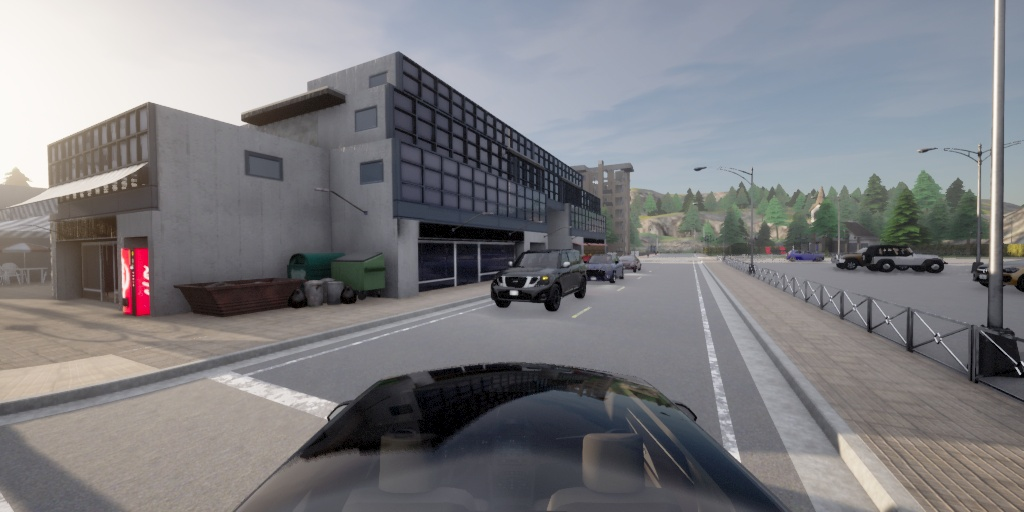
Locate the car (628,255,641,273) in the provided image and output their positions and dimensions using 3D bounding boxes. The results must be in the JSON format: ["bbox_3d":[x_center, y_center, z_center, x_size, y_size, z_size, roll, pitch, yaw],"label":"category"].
[{"bbox_3d":[10.254,0.632,31.737,1.812,1.442,4.674,0,1,27],"label":"car"}]

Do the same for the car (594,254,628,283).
[{"bbox_3d":[5.682,0.677,22.582,2.097,1.767,4.553,0,1,27],"label":"car"}]

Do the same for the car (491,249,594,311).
[{"bbox_3d":[1.291,0.757,13.780,2.150,2.045,5.566,0,1,26],"label":"car"}]
